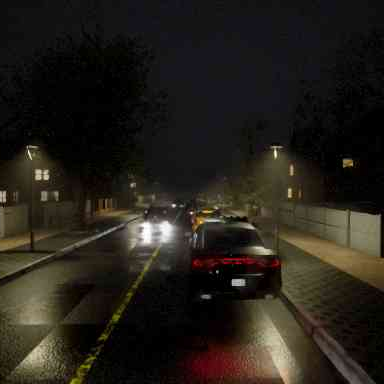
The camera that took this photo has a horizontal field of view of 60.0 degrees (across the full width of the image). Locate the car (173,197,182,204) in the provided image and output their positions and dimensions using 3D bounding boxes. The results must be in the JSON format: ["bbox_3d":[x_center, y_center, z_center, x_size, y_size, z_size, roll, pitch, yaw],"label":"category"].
[{"bbox_3d":[-2.598,1.550,61.532,1.994,1.385,4.181,0,0,0],"label":"car"}]

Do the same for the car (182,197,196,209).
[{"bbox_3d":[0.130,1.489,45.101,2.128,1.511,4.902,0,0,1],"label":"car"}]

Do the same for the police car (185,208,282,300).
[{"bbox_3d":[0.844,1.427,8.578,1.930,1.638,5.238,0,0,0],"label":"police car"}]

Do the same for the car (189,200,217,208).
[{"bbox_3d":[0.869,1.458,18.660,1.801,1.575,5.366,0,0,0],"label":"car"}]

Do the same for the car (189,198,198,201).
[{"bbox_3d":[0.884,1.459,24.661,1.801,1.575,5.366,0,0,0],"label":"car"}]

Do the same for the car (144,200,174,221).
[{"bbox_3d":[-2.784,1.604,27.533,1.895,1.301,4.718,0,0,0],"label":"car"}]

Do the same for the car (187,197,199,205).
[{"bbox_3d":[0.143,1.535,58.457,2.033,1.411,5.357,0,0,0],"label":"car"}]
